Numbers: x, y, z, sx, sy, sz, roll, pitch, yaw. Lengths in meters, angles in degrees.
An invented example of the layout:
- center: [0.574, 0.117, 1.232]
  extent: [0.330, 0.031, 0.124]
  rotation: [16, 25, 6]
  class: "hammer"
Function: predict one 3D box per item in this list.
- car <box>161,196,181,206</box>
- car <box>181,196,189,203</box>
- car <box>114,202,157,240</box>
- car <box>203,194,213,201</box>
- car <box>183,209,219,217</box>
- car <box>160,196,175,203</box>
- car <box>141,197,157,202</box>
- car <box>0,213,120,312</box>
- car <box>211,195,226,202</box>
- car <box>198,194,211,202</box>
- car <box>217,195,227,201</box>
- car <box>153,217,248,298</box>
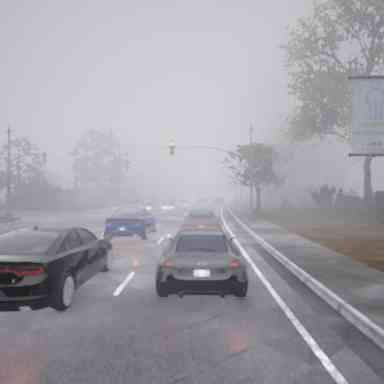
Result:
- center: [-3.775, 1.552, 55.768]
  extent: [2.128, 1.511, 4.902]
  rotation: [0, 0, 7]
  class: "car"
- center: [-1.784, 1.577, 70.796]
  extent: [1.837, 1.490, 4.892]
  rotation: [0, 0, 8]
  class: "car"
- center: [-3.023, 1.496, 17.247]
  extent: [1.882, 1.535, 5.008]
  rotation: [0, 0, 2]
  class: "car"
- center: [4.175, 1.300, 85.752]
  extent: [2.097, 1.767, 4.553]
  rotation: [0, 0, 10]
  class: "car"
- center: [0.486, 1.583, 17.402]
  extent: [1.994, 1.385, 4.181]
  rotation: [0, 0, 2]
  class: "car"
- center: [-5.254, 1.602, 71.257]
  extent: [2.128, 1.511, 4.902]
  rotation: [0, 0, 8]
  class: "car"
- center: [-7.245, 1.552, 56.235]
  extent: [2.128, 1.511, 4.902]
  rotation: [0, 0, 7]
  class: "car"
- center: [-3.281, 1.486, 7.848]
  extent: [1.882, 1.535, 5.008]
  rotation: [0, 0, 1]
  class: "car"
- center: [6.004, 1.556, 75.467]
  extent: [1.882, 1.535, 5.008]
  rotation: [0, 0, 9]
  class: "car"
- center: [2.474, 1.554, 75.555]
  extent: [1.882, 1.535, 5.008]
  rotation: [0, 0, 9]
  class: "car"
- center: [7.701, 1.503, 85.587]
  extent: [2.033, 1.411, 5.357]
  rotation: [0, 0, 10]
  class: "car"
- center: [0.234, 1.573, 8.566]
  extent: [1.994, 1.385, 4.181]
  rotation: [0, 0, 1]
  class: "car"
